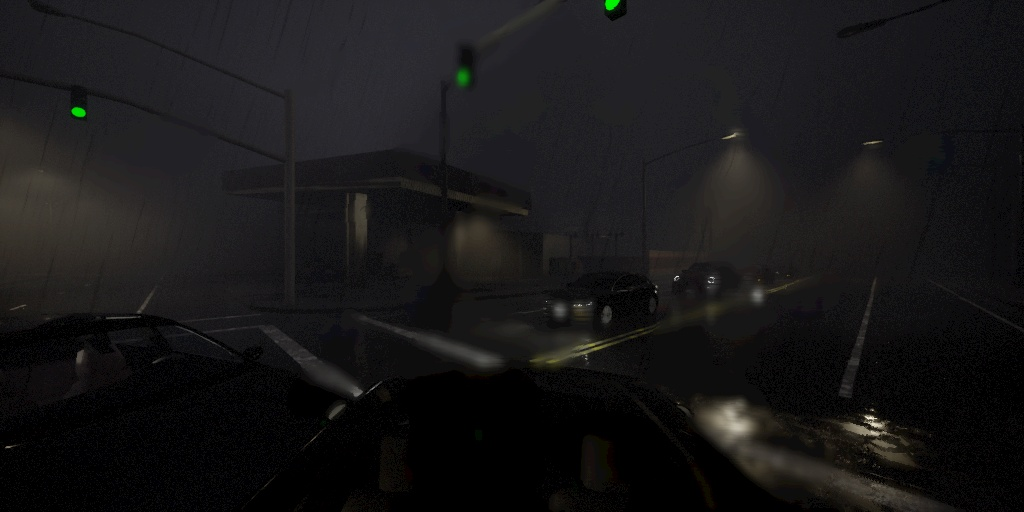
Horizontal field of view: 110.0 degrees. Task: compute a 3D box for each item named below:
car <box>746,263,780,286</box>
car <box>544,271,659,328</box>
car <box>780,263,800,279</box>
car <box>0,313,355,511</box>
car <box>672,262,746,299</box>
[{"bbox_3d":[17.023,1.314,25.150,1.994,1.385,4.181,0,0,45],"label":"car"},{"bbox_3d":[3.053,1.255,11.601,4.892,1.490,1.837,0,0,-44],"label":"car"},{"bbox_3d":[24.261,1.314,32.096,4.181,1.385,1.994,0,0,-44],"label":"car"},{"bbox_3d":[-3.383,1.242,2.678,4.902,1.511,2.128,0,0,16],"label":"car"},{"bbox_3d":[9.994,1.102,18.344,4.553,1.767,2.097,0,0,-44],"label":"car"}]
